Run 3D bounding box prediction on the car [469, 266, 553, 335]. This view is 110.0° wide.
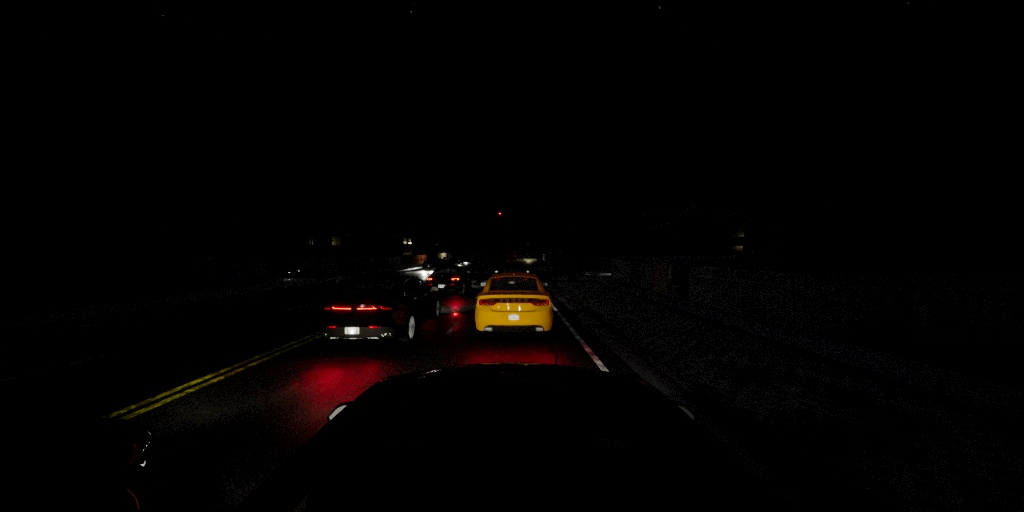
[{"bbox_3d":[0.062,1.209,10.475,1.882,1.535,5.008,0,0,0],"label":"car"}]

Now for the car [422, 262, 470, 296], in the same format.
[{"bbox_3d":[-3.248,1.212,18.899,1.812,1.442,4.674,0,0,1],"label":"car"}]

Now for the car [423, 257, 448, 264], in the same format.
[{"bbox_3d":[-9.918,0.932,45.159,2.128,1.511,4.902,0,1,0],"label":"car"}]

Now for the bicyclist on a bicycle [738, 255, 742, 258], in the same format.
[{"bbox_3d":[18.406,0.782,28.792,0.582,1.620,1.656,0,0,-2],"label":"bicyclist on a bicycle"}]

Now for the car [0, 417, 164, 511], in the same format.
[{"bbox_3d":[-3.149,1.228,0.180,1.882,1.535,5.008,0,0,0],"label":"car"}]

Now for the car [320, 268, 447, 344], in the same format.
[{"bbox_3d":[-3.190,1.239,9.590,1.837,1.490,4.892,0,0,0],"label":"car"}]

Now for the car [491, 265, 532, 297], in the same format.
[{"bbox_3d":[0.008,1.247,19.364,1.994,1.385,4.181,0,0,1],"label":"car"}]

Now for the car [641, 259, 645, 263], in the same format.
[{"bbox_3d":[12.793,1.012,34.519,5.357,1.411,2.033,-1,1,-6],"label":"car"}]

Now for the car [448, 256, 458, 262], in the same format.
[{"bbox_3d":[-9.934,0.904,54.343,1.994,1.385,4.181,0,1,0],"label":"car"}]

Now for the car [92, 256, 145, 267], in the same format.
[{"bbox_3d":[-34.028,1.059,31.756,5.566,2.045,2.150,0,1,4],"label":"car"}]

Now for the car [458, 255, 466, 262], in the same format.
[{"bbox_3d":[-9.914,0.655,63.949,1.882,1.535,5.008,0,1,0],"label":"car"}]

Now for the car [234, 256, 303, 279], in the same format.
[{"bbox_3d":[-21.257,0.979,31.122,5.566,2.045,2.150,-1,1,1],"label":"car"}]

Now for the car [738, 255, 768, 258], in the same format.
[{"bbox_3d":[22.769,0.735,34.778,4.553,1.767,2.097,0,1,-2],"label":"car"}]
